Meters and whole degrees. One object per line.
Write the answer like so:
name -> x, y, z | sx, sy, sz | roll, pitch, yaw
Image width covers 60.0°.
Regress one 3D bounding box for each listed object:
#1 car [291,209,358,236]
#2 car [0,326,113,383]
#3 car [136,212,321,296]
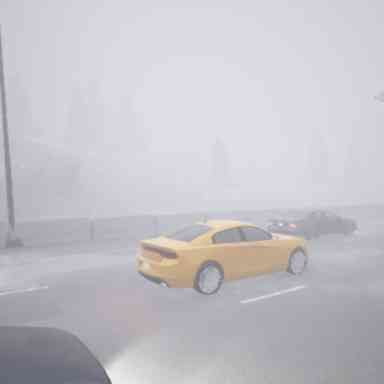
car -> 6.112, 1.546, 16.702 | 5.357, 1.411, 2.033 | 0, 0, -35
car -> -2.521, 1.564, 1.948 | 4.181, 1.385, 1.994 | 0, 0, -36
car -> 1.010, 1.477, 8.765 | 5.008, 1.535, 1.882 | 0, 0, -35
